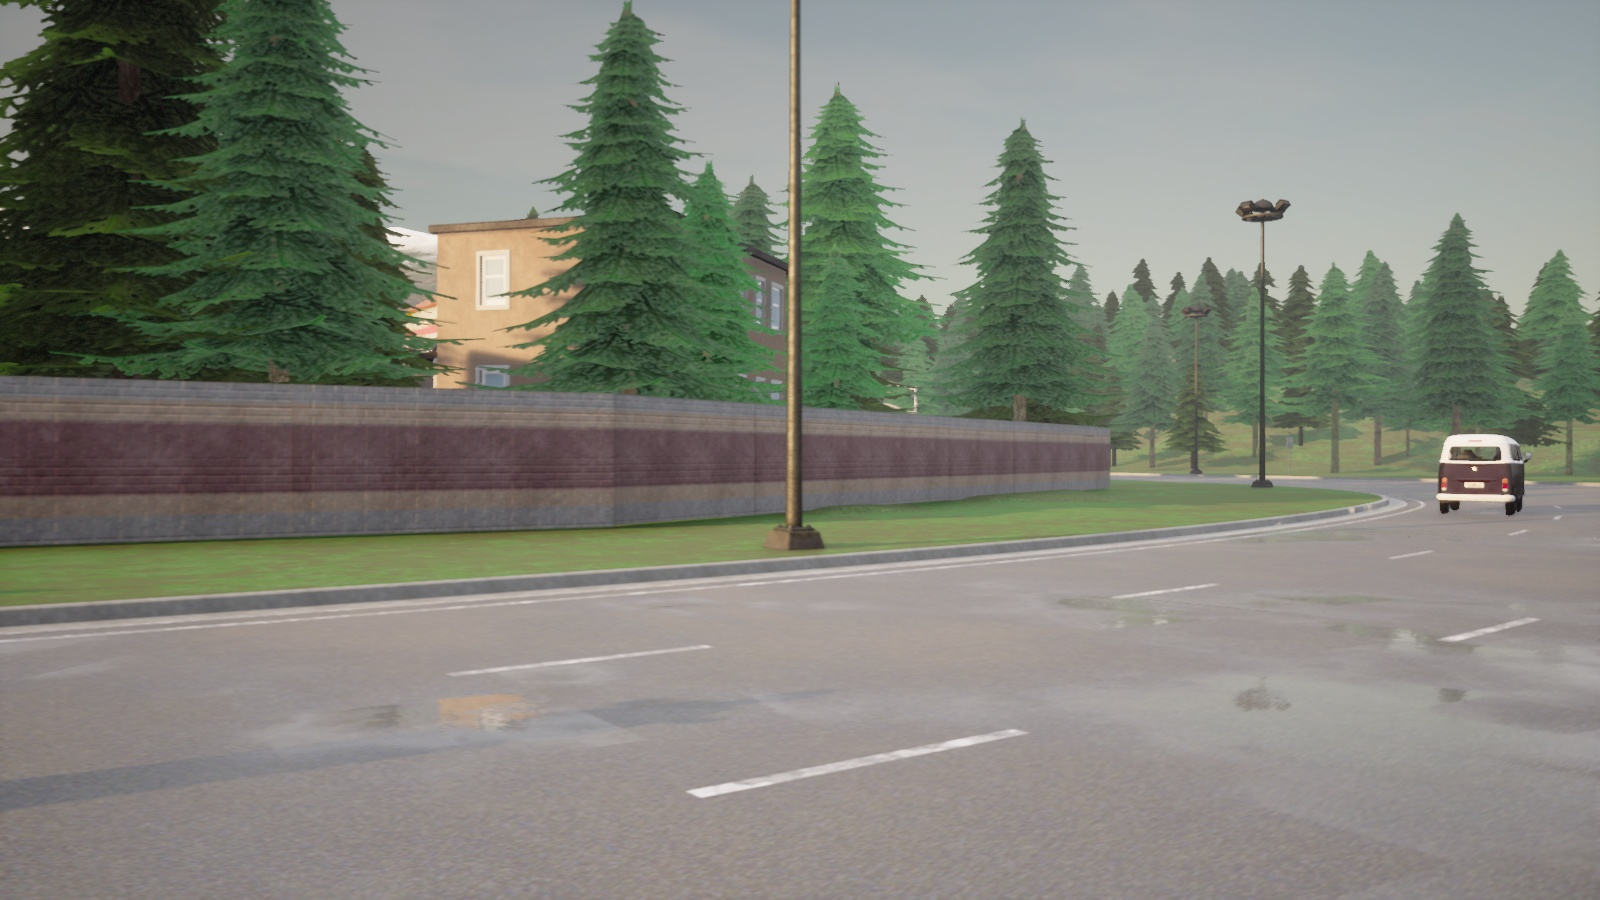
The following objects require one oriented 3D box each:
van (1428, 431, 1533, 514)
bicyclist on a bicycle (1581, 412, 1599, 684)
[{"bbox_3d":[18.042,0.554,33.181,2.069,2.038,4.480,0,0,33],"label":"van"},{"bbox_3d":[6.076,0.635,8.644,1.843,1.776,0.659,0,0,-41],"label":"bicyclist on a bicycle"}]
